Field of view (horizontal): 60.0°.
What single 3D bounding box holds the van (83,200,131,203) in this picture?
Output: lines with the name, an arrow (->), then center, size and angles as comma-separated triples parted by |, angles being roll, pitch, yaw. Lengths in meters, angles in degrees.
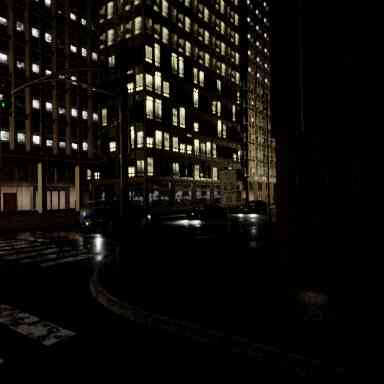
van -> -5.988, 1.460, 23.505 | 1.690, 1.788, 3.998 | -2, -1, 36

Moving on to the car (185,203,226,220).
car -> 1.216, 1.649, 29.072 | 1.994, 1.385, 4.181 | -1, -1, 36

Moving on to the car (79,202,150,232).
car -> -4.646, 1.571, 20.970 | 1.837, 1.490, 4.892 | -1, -1, 33

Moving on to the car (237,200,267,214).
car -> 7.115, 1.632, 37.259 | 1.812, 1.442, 4.674 | -1, -1, 36
